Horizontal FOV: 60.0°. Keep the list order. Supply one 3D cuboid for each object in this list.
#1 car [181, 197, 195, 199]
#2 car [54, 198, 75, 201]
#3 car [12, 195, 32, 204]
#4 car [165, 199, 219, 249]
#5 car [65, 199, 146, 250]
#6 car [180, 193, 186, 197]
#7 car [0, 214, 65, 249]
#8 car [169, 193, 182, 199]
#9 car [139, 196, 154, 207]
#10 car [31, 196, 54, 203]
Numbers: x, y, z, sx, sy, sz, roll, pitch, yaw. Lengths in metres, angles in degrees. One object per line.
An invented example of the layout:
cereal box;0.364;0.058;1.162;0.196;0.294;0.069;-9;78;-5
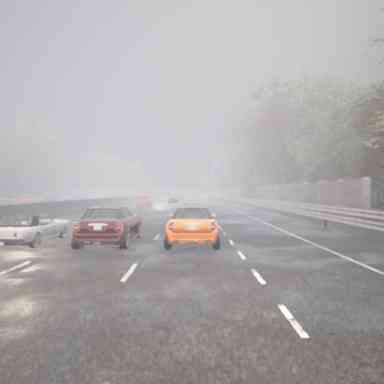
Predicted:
car;0.025;1.522;34.192;1.812;1.442;4.674;0;0;0
car;-20.974;1.611;56.113;1.895;1.301;4.718;0;0;0
car;-27.927;1.377;55.510;2.097;1.767;4.553;0;0;1
car;0.009;1.350;14.603;2.097;1.767;4.553;0;0;0
car;-3.491;1.352;14.448;2.097;1.767;4.553;0;0;0
car;-3.432;1.218;93.751;2.150;2.045;5.566;0;0;0
car;-6.993;1.603;14.402;1.895;1.301;4.718;0;0;0
car;-3.457;1.473;64.068;1.882;1.535;5.008;0;0;0
car;-6.967;1.350;49.863;2.097;1.767;4.553;0;0;0
car;-24.475;1.513;56.096;2.128;1.511;4.902;0;0;0
